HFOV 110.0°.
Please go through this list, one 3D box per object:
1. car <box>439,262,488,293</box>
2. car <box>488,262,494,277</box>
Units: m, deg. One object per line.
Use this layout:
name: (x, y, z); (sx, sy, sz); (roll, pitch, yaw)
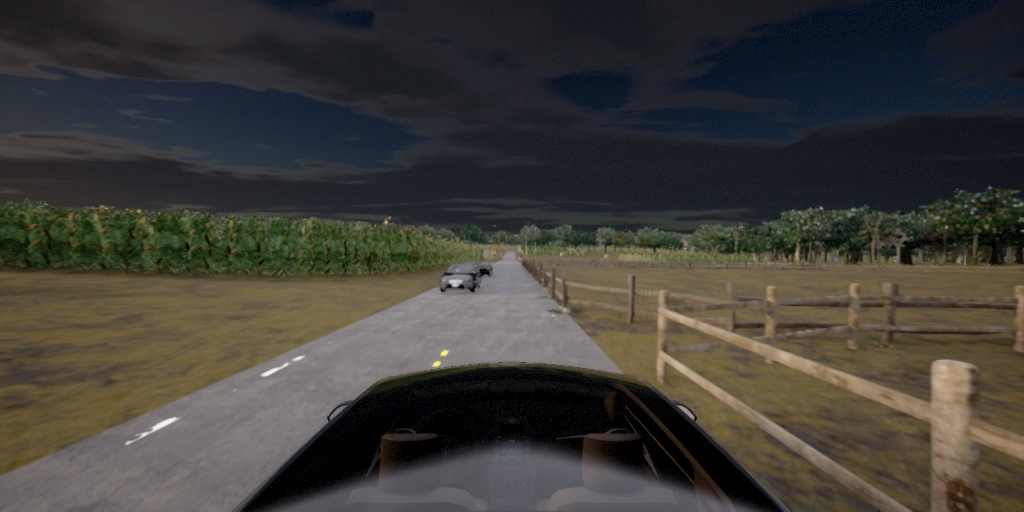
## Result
car: (-2.770, 1.178, 20.124); (2.128, 1.511, 4.902); (0, 0, 1)
car: (-2.767, 1.233, 33.204); (1.895, 1.301, 4.718); (0, 0, 1)
